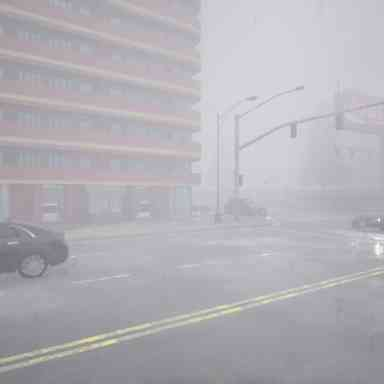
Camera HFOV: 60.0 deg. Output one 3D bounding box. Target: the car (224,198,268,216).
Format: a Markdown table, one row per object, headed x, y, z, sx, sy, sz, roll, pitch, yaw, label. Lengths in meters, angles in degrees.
| x | y | z | sx | sy | sz | roll | pitch | yaw | label |
| --- | --- | --- | --- | --- | --- | --- | --- | --- | --- |
| 5.203 | 1.351 | 32.370 | 2.097 | 1.767 | 4.553 | 0 | 0 | -34 | car |

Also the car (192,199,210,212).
| x | y | z | sx | sy | sz | roll | pitch | yaw | label |
| --- | --- | --- | --- | --- | --- | --- | --- | --- | --- |
| 0.223 | 1.525 | 39.793 | 1.812 | 1.442 | 4.674 | 0 | 0 | -34 | car |

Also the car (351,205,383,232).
| x | y | z | sx | sy | sz | roll | pitch | yaw | label |
| --- | --- | --- | --- | --- | --- | --- | --- | --- | --- |
| 11.564 | 1.525 | 20.060 | 4.674 | 1.442 | 1.812 | 0 | 0 | -34 | car |

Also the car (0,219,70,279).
| x | y | z | sx | sy | sz | roll | pitch | yaw | label |
| --- | --- | --- | --- | --- | --- | --- | --- | --- | --- |
| -5.743 | 1.504 | 8.550 | 4.892 | 1.490 | 1.837 | 0 | 0 | -34 | car |
